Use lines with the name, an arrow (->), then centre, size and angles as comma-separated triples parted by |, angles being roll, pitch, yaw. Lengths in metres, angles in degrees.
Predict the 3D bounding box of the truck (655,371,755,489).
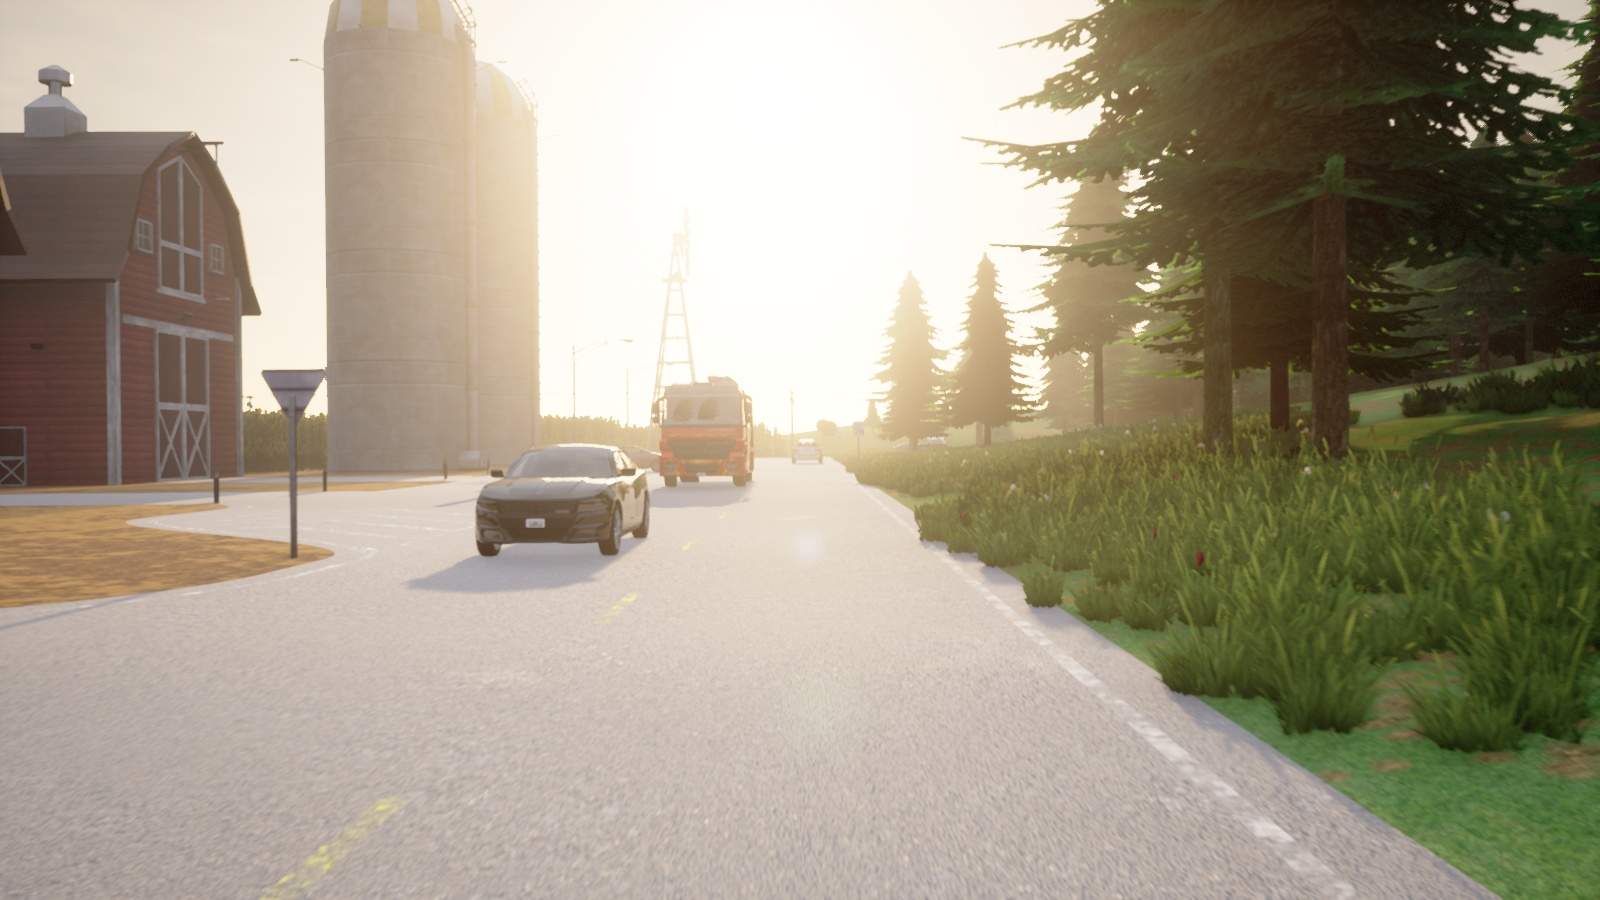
truck -> -3.243, -0.681, 45.273 | 2.891, 3.827, 8.468 | 0, 0, 0

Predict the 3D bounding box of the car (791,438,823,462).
car -> 0.515, 0.008, 89.469 | 2.242, 1.667, 4.611 | 0, 0, 0

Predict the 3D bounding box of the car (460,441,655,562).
car -> -3.387, 0.641, 18.527 | 1.882, 1.535, 5.008 | 0, 0, 0
